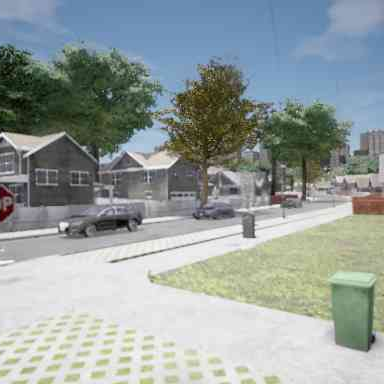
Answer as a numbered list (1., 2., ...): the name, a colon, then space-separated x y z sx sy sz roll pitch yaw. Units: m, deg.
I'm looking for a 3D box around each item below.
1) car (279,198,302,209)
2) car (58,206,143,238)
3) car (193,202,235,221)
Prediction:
1. car: 12.788 1.447 42.980 1.994 1.385 4.181 -2 -1 33
2. car: -4.808 1.510 18.009 2.128 1.511 4.902 -2 -1 36
3. car: 1.857 1.541 27.273 1.994 1.385 4.181 -2 -1 36
